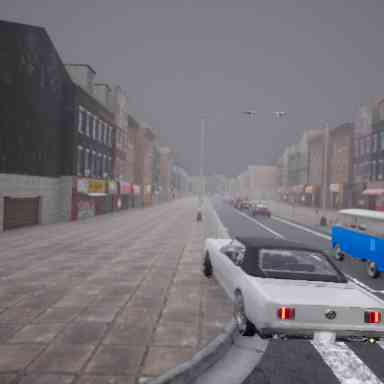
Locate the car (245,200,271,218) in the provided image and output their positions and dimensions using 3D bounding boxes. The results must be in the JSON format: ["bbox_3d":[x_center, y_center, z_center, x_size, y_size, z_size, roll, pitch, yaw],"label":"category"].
[{"bbox_3d":[6.512,1.713,32.077,1.802,1.307,4.206,2,0,2],"label":"car"}]

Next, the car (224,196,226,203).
[{"bbox_3d":[7.784,1.754,64.854,1.947,1.339,4.313,2,0,2],"label":"car"}]

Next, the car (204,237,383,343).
[{"bbox_3d":[1.493,1.555,6.578,1.895,1.301,4.718,5,1,-8],"label":"car"}]

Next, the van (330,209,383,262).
[{"bbox_3d":[5.672,1.485,10.224,1.690,1.788,3.998,2,0,2],"label":"van"}]

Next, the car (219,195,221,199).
[{"bbox_3d":[8.423,1.687,81.242,1.967,1.590,4.097,2,0,2],"label":"car"}]

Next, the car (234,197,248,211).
[{"bbox_3d":[6.937,1.706,43.002,1.947,1.339,4.313,2,0,2],"label":"car"}]

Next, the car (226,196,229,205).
[{"bbox_3d":[7.573,1.717,59.391,1.887,1.381,4.507,2,0,2],"label":"car"}]

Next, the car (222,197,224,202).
[{"bbox_3d":[8.004,1.732,70.486,1.752,1.417,4.829,2,0,2],"label":"car"}]

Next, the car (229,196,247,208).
[{"bbox_3d":[7.158,1.463,48.465,2.192,1.841,5.009,2,0,2],"label":"car"}]
